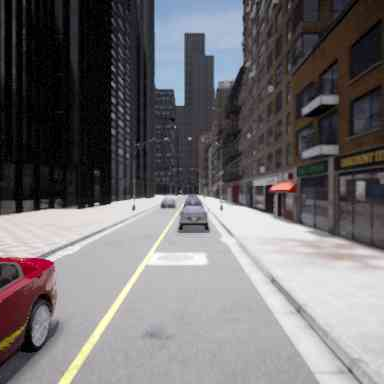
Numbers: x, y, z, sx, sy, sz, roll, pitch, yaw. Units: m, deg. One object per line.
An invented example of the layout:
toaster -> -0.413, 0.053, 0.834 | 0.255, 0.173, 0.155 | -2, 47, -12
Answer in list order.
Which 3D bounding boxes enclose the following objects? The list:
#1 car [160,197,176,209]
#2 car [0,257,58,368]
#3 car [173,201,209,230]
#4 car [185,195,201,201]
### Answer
car -> -3.059, 1.406, 43.406 | 2.033, 1.411, 5.357 | 0, 0, 0
car -> -3.091, 1.474, 3.320 | 1.882, 1.535, 5.008 | 0, 0, 0
car -> 0.107, 1.495, 20.848 | 2.033, 1.411, 5.357 | 0, 0, 0
car -> 0.114, 1.213, 42.362 | 2.097, 1.767, 4.553 | 0, 0, 0
